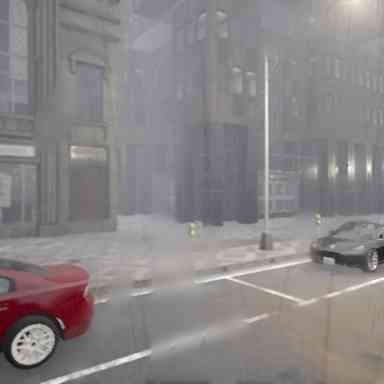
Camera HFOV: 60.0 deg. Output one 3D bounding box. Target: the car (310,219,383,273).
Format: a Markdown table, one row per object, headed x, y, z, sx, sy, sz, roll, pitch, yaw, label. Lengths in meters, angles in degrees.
| x | y | z | sx | sy | sz | roll | pitch | yaw | label |
| --- | --- | --- | --- | --- | --- | --- | --- | --- | --- |
| 5.652 | 1.569 | 10.673 | 4.313 | 1.339 | 1.947 | 0 | 0 | -35 | car |

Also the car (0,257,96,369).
| x | y | z | sx | sy | sz | roll | pitch | yaw | label |
| --- | --- | --- | --- | --- | --- | --- | --- | --- | --- |
| -3.530 | 1.545 | 4.132 | 4.507 | 1.381 | 1.887 | 0 | 0 | -35 | car |
